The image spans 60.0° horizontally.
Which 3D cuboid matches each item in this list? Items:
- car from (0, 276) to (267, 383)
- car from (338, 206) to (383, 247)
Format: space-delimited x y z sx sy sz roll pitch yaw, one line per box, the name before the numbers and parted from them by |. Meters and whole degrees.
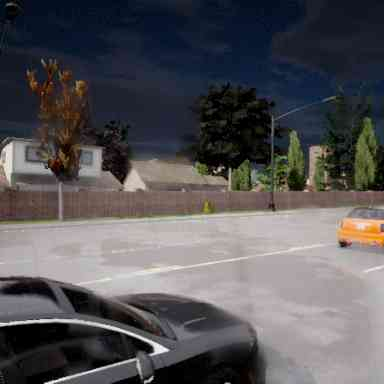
car | -1.481 1.506 2.685 4.892 1.490 1.837 0 0 -35
car | 8.125 1.356 13.832 4.553 1.767 2.097 0 0 -35
